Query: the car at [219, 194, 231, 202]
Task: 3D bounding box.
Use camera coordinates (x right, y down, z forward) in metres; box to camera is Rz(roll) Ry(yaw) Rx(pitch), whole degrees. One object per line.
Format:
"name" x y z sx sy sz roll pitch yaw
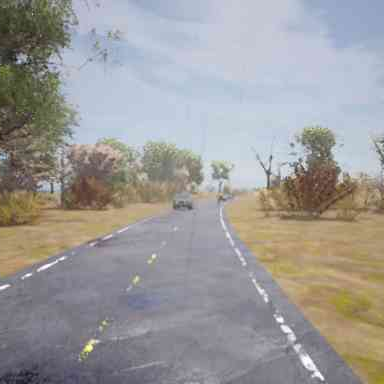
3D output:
"car" 7.381 1.552 78.361 1.895 1.301 4.718 0 0 11

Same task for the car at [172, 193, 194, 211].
"car" -1.011 1.186 41.254 2.150 2.045 5.566 0 0 6

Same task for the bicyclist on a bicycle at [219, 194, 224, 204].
"bicyclist on a bicycle" 5.510 1.332 62.166 0.659 1.776 1.843 0 0 9

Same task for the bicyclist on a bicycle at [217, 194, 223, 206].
"bicyclist on a bicycle" 4.150 1.418 52.287 0.582 1.620 1.656 0 0 7
